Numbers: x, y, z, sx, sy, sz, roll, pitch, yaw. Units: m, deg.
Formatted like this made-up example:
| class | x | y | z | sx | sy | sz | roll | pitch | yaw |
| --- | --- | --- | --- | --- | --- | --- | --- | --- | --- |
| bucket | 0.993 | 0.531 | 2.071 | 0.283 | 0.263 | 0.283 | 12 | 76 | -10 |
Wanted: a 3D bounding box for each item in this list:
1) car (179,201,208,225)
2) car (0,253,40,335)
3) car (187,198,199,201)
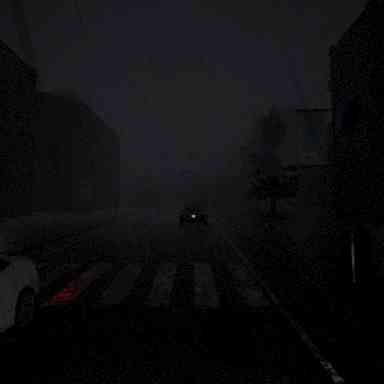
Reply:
| class | x | y | z | sx | sy | sz | roll | pitch | yaw |
| --- | --- | --- | --- | --- | --- | --- | --- | --- | --- |
| car | 0.102 | 1.587 | 24.320 | 1.994 | 1.385 | 4.181 | 0 | 0 | 0 |
| car | -3.598 | 1.530 | 4.165 | 1.812 | 1.442 | 4.674 | 0 | 0 | 0 |
| car | 0.104 | 1.538 | 41.889 | 1.882 | 1.535 | 5.008 | 0 | -1 | 0 |
